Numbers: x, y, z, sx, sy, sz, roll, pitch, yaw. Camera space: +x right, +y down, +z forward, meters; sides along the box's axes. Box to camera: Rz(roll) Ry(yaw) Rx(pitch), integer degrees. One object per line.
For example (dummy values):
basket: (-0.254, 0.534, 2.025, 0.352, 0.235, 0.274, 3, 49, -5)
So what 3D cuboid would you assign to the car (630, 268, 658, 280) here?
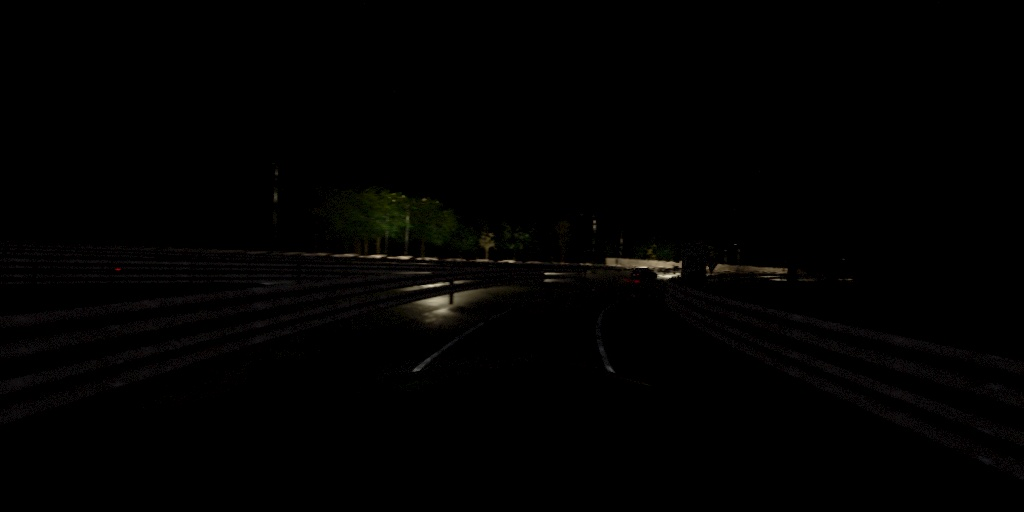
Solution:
car: (17.384, 2.340, 47.292, 4.674, 1.442, 1.812, 3, 0, -40)

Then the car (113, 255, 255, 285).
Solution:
car: (-16.276, 0.670, 18.183, 5.357, 1.411, 2.033, 3, 0, -42)

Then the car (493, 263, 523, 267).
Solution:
car: (0.043, 1.441, 32.600, 4.892, 1.490, 1.837, 3, 0, -41)
